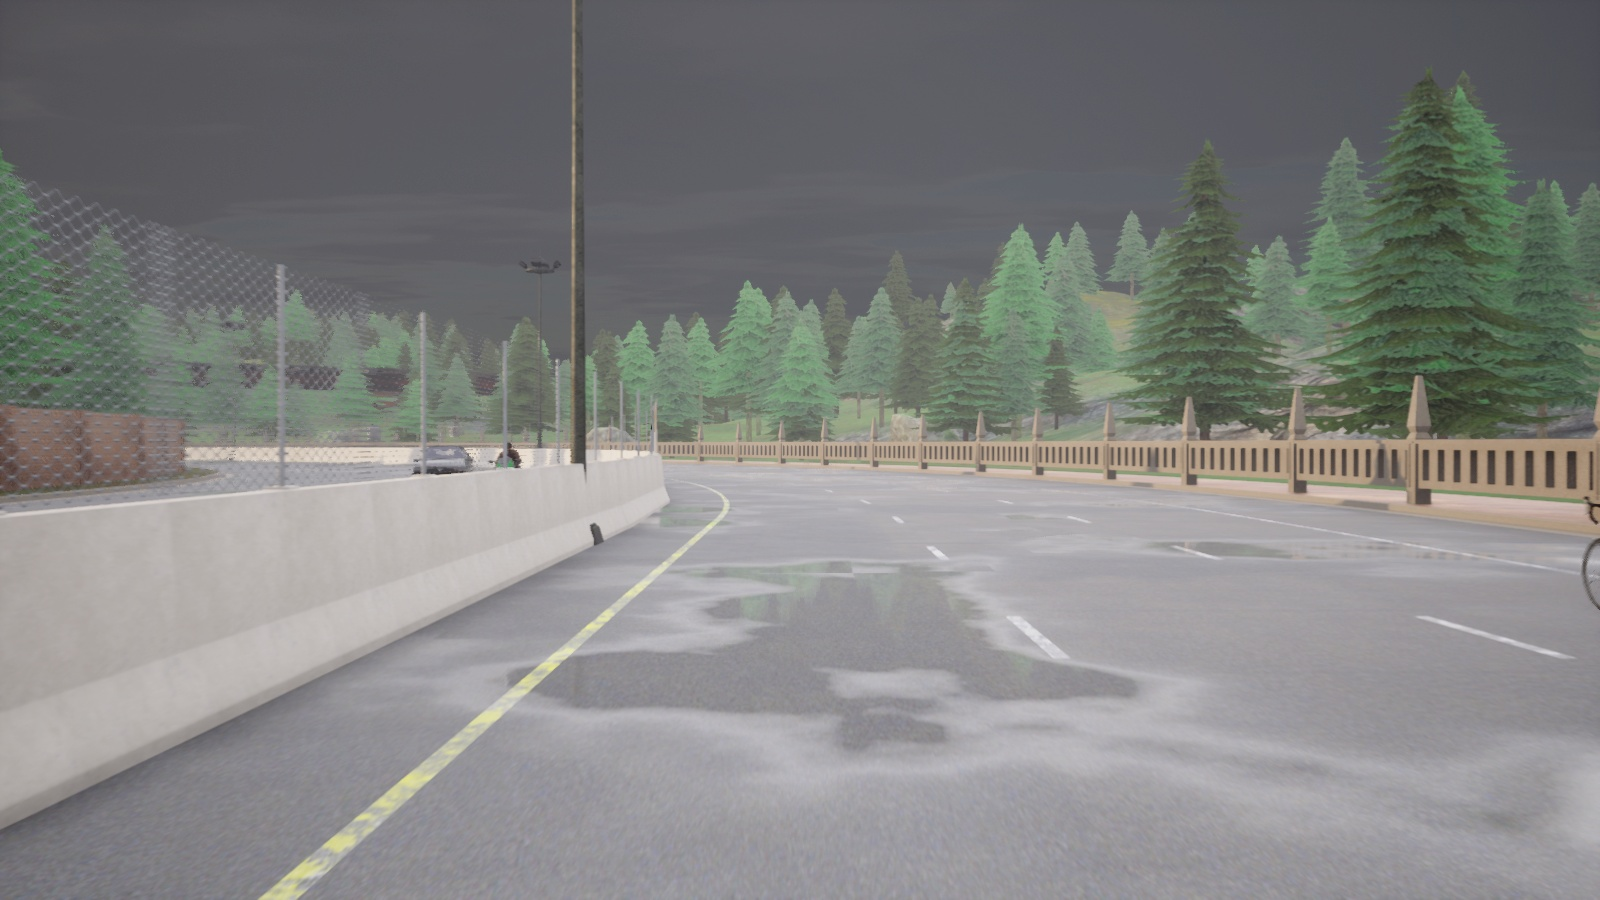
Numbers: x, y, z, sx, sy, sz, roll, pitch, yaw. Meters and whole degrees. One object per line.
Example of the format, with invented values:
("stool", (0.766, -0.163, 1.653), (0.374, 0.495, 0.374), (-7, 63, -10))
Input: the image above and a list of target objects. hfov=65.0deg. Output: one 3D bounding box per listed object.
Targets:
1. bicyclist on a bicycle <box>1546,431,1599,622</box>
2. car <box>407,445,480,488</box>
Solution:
("bicyclist on a bicycle", (7.075, 0.645, 10.598), (0.582, 1.620, 1.656), (0, 0, 0))
("car", (-12.389, 0.536, 43.891), (2.033, 1.411, 5.357), (0, 0, -11))
